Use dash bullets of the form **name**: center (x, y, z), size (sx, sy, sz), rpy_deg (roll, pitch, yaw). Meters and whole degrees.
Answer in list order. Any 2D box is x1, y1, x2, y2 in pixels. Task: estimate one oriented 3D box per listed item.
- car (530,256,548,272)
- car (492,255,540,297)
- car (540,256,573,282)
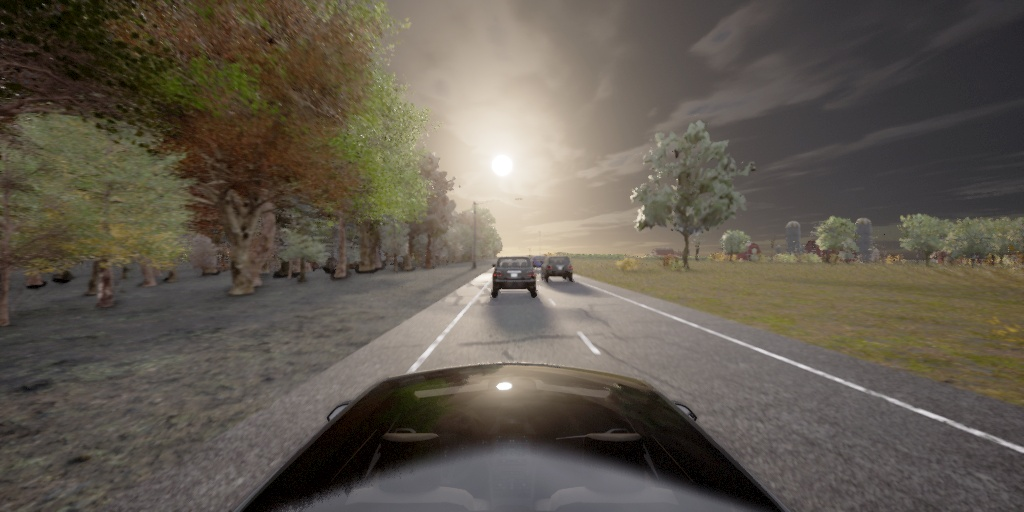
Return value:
- **car**: center (3.601, 0.976, 48.990), size (2.150, 2.045, 5.566), rpy_deg (0, 0, 0)
- **car**: center (0.104, 0.978, 19.245), size (2.150, 2.045, 5.566), rpy_deg (0, 0, 0)
- **car**: center (3.556, 0.978, 29.042), size (2.150, 2.045, 5.566), rpy_deg (0, 0, 1)
